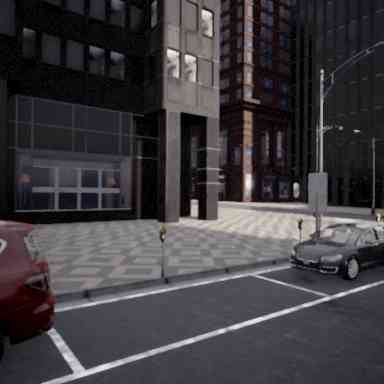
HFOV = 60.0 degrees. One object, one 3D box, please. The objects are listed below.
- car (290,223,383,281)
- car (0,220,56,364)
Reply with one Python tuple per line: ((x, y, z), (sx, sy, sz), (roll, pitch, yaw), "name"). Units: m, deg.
((4.801, 1.642, 10.074), (4.403, 1.369, 2.008), (1, 0, -36), "car")
((-4.171, 1.302, 3.671), (5.009, 1.841, 2.192), (1, 0, -36), "car")
